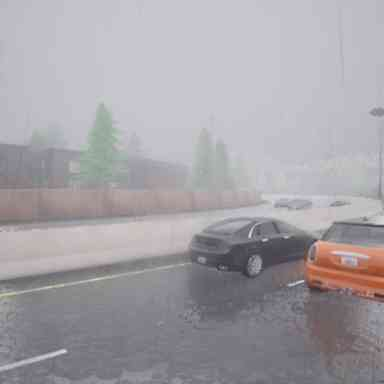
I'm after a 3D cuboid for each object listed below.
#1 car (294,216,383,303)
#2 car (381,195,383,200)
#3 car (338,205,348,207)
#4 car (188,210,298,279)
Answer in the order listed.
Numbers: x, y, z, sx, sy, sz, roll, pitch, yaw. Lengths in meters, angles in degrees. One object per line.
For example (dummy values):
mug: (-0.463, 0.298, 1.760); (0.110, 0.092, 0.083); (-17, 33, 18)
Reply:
car: (4.631, 1.332, 7.724); (4.553, 1.767, 2.097); (0, 0, -40)
car: (44.963, 1.208, 76.428); (1.812, 1.442, 4.674); (0, 0, 6)
car: (17.948, 1.520, 39.762); (1.895, 1.301, 4.718); (0, 0, 31)
car: (2.105, 1.498, 10.143); (4.892, 1.490, 1.837); (0, 0, -40)
